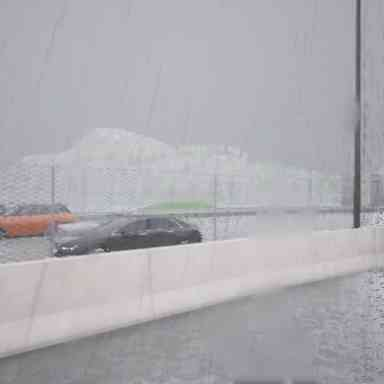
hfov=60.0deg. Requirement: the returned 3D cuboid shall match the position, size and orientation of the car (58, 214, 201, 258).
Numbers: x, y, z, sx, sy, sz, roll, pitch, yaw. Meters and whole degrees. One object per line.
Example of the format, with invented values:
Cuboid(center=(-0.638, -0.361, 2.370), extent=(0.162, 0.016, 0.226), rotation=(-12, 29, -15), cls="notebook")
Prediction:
Cuboid(center=(-1.963, 1.506, 11.005), extent=(4.892, 1.490, 1.837), rotation=(1, 0, -33), cls="car")
